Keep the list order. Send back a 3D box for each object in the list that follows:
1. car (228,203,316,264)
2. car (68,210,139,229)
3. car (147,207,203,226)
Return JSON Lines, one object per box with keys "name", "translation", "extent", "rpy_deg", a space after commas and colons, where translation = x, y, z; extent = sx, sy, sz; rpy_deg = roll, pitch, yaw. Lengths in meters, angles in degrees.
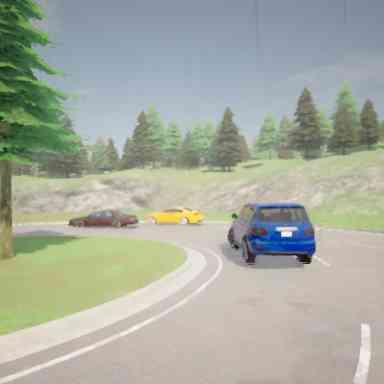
{"name": "car", "translation": [2.825, 1.412, 12.749], "extent": [2.150, 2.045, 5.566], "rpy_deg": [0, -1, -1]}
{"name": "car", "translation": [-6.986, 2.146, 26.425], "extent": [5.357, 1.411, 2.033], "rpy_deg": [-1, -1, 7]}
{"name": "car", "translation": [-1.517, 2.019, 28.267], "extent": [5.008, 1.535, 1.882], "rpy_deg": [-1, -2, 25]}
